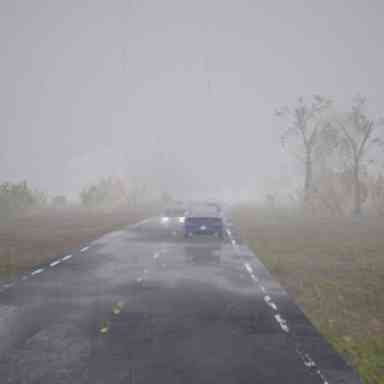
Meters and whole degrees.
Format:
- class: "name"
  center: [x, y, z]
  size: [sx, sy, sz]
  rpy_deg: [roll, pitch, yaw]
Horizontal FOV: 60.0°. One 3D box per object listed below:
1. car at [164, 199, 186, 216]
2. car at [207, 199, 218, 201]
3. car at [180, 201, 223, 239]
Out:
- class: "car"
  center: [-1.486, 1.509, 32.165]
  size: [1.837, 1.490, 4.892]
  rpy_deg: [0, 0, 5]
- class: "car"
  center: [2.370, 1.535, 38.541]
  size: [1.812, 1.442, 4.674]
  rpy_deg: [0, 0, 6]
- class: "car"
  center: [0.644, 1.483, 17.608]
  size: [1.882, 1.535, 5.008]
  rpy_deg: [0, 0, 3]
